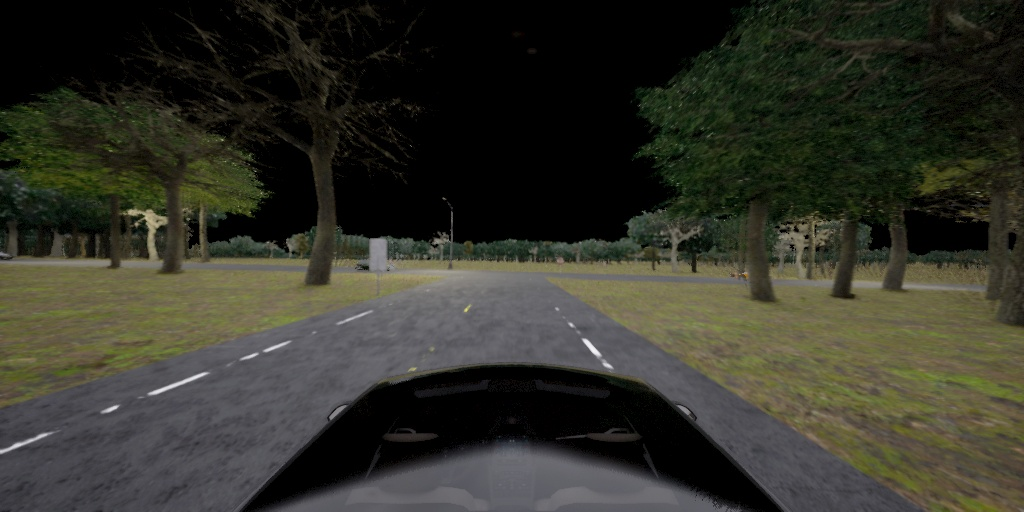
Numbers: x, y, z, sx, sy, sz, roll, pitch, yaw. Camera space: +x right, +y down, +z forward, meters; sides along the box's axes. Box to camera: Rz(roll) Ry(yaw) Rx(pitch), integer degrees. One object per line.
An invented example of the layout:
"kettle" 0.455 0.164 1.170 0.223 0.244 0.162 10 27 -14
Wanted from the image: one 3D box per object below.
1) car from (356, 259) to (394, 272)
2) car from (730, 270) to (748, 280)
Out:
"car" -18.014 1.184 47.339 4.553 1.767 2.097 1 0 0
"car" 35.709 2.810 54.057 5.008 1.535 1.882 1 0 0
